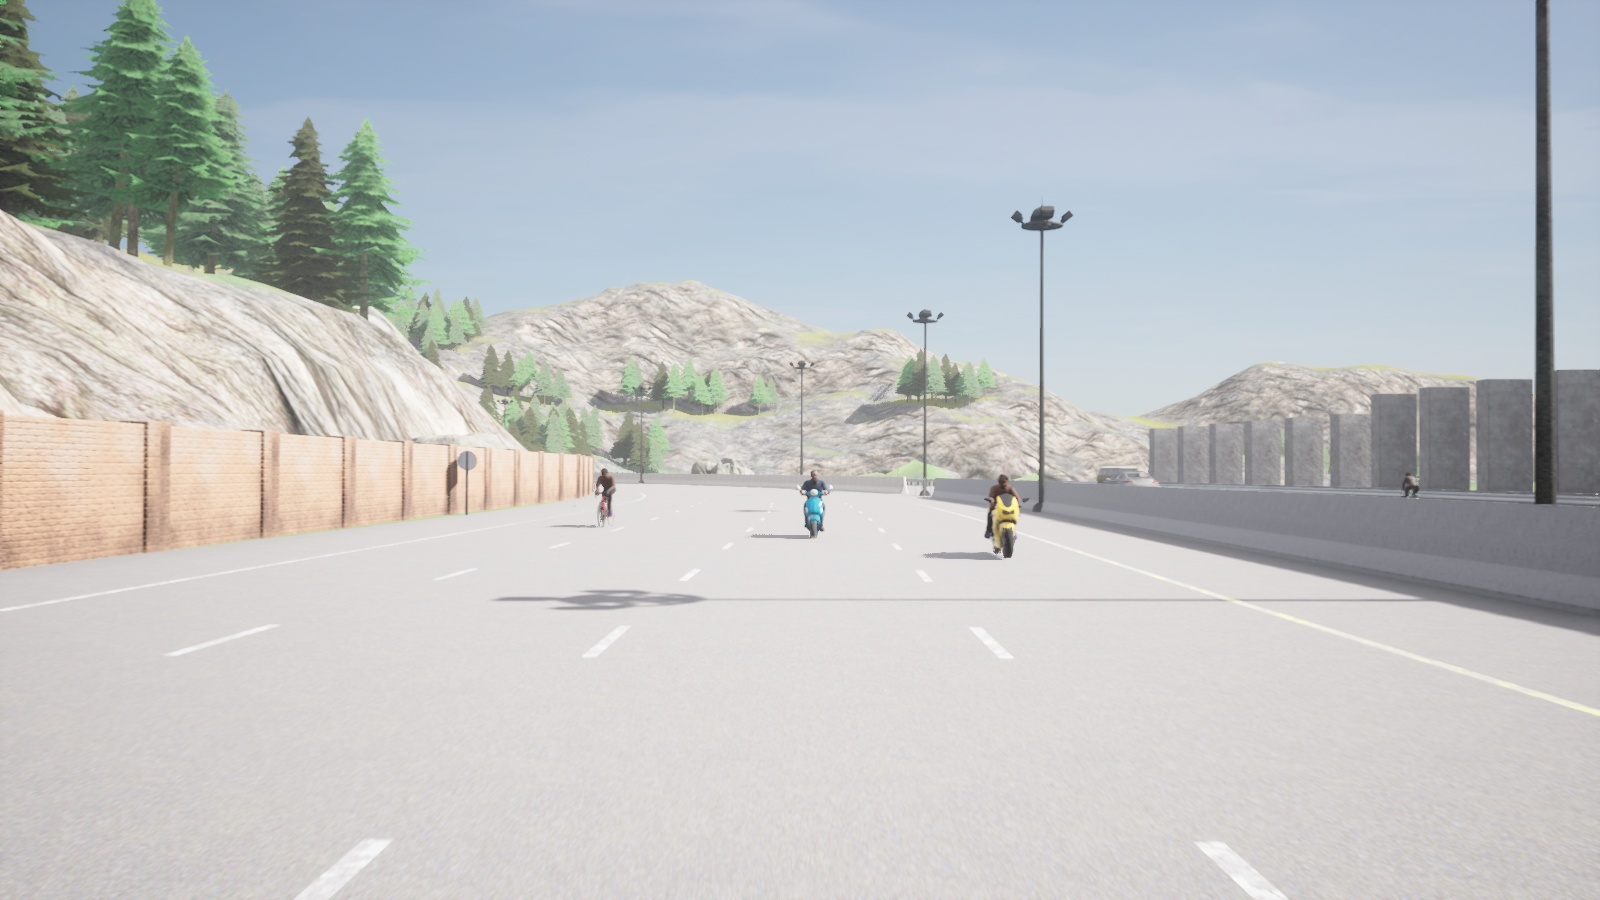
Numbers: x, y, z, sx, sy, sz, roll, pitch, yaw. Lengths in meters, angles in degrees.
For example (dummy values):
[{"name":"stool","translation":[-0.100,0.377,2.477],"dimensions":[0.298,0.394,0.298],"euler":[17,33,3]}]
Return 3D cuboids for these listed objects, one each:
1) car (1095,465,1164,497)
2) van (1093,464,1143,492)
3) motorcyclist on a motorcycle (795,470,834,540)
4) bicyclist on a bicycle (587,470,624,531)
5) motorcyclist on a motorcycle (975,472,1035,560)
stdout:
[{"name":"car","translation":[17.681,1.655,67.668],"dimensions":[2.152,1.651,5.027],"euler":[0,-1,-3]},{"name":"van","translation":[22.416,1.963,88.667],"dimensions":[1.775,1.987,4.442],"euler":[0,-1,-9]},{"name":"motorcyclist on a motorcycle","translation":[0.338,1.256,29.227],"dimensions":[0.866,1.590,1.817],"euler":[0,-1,1]},{"name":"bicyclist on a bicycle","translation":[-5.298,1.363,34.301],"dimensions":[0.582,1.620,1.656],"euler":[0,-1,7]},{"name":"motorcyclist on a motorcycle","translation":[3.701,1.164,22.843],"dimensions":[0.797,1.523,2.044],"euler":[0,-1,1]}]
